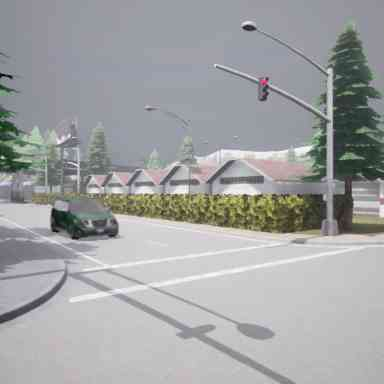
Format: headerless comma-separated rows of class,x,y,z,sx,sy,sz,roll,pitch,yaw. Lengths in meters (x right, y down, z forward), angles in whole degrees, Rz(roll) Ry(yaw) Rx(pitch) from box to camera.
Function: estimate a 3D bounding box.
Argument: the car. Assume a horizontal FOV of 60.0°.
car,-5.815,1.351,17.430,2.150,2.045,5.566,0,1,-37
